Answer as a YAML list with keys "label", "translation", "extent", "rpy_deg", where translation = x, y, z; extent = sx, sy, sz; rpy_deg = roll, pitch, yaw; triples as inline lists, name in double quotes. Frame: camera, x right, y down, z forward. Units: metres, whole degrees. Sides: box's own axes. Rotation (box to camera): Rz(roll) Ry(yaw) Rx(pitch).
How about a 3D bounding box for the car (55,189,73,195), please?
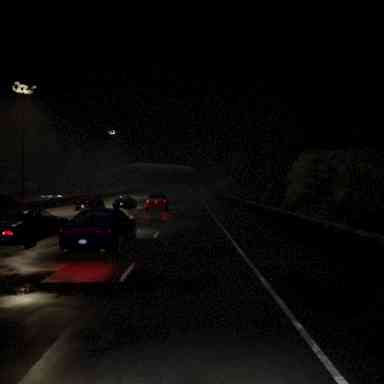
- label: "car"
  translation: [-27.987, -0.017, 73.730]
  extent: [1.994, 1.385, 4.181]
  rpy_deg: [0, 2, 0]

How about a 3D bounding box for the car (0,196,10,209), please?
- label: "car"
  translation: [-21.089, 1.148, 34.389]
  extent: [1.895, 1.301, 4.718]
  rpy_deg: [0, 1, 0]

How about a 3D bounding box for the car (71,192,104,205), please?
- label: "car"
  translation: [-10.394, 1.058, 34.082]
  extent: [1.837, 1.490, 4.892]
  rpy_deg: [0, 1, 0]

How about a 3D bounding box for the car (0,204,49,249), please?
- label: "car"
  translation: [-6.897, 1.417, 13.864]
  extent: [2.033, 1.411, 5.357]
  rpy_deg: [0, 1, 0]

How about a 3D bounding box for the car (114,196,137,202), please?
- label: "car"
  translation: [-6.894, 1.109, 34.463]
  extent: [1.994, 1.385, 4.181]
  rpy_deg: [0, 1, 0]

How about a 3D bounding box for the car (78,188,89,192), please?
- label: "car"
  translation: [-24.486, -0.179, 75.955]
  extent: [1.882, 1.535, 5.008]
  rpy_deg: [0, 2, 0]

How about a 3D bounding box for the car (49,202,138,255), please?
- label: "car"
  translation: [-3.397, 1.359, 12.806]
  extent: [1.882, 1.535, 5.008]
  rpy_deg: [0, 1, 0]

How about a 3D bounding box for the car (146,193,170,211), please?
- label: "car"
  translation: [-3.394, 0.912, 33.664]
  extent: [2.097, 1.767, 4.553]
  rpy_deg: [0, 1, 0]

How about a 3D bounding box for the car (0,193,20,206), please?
- label: "car"
  translation: [-10.385, 1.051, 16.988]
  extent: [2.150, 2.045, 5.566]
  rpy_deg: [0, 1, 0]

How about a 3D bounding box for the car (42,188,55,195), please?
- label: "car"
  translation: [-31.487, -0.045, 73.729]
  extent: [1.812, 1.442, 4.674]
  rpy_deg: [0, 2, 0]

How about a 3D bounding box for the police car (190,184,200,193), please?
- label: "police car"
  translation: [1.066, -0.625, 88.778]
  extent: [1.930, 1.638, 5.238]
  rpy_deg: [0, 2, 0]

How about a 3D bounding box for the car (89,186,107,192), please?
- label: "car"
  translation: [-20.987, -0.341, 75.509]
  extent: [2.150, 2.045, 5.566]
  rpy_deg: [0, 2, 0]
